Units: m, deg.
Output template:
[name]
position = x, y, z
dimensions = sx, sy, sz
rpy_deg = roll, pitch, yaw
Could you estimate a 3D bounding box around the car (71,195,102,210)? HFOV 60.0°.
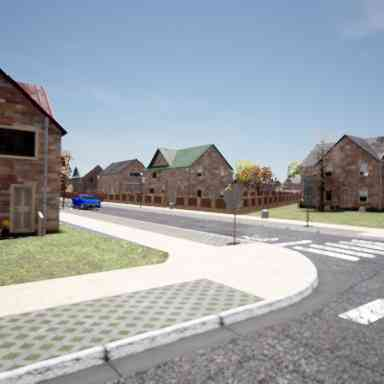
[car]
position = -11.050, 1.043, 34.697
dimensions = 1.882, 1.535, 5.008
rpy_deg = 2, 0, -36
